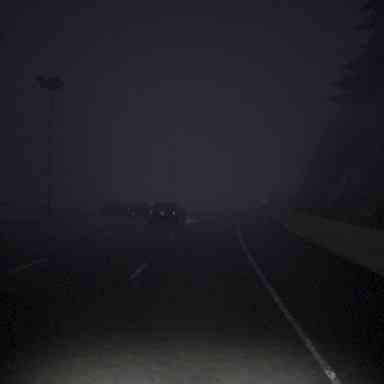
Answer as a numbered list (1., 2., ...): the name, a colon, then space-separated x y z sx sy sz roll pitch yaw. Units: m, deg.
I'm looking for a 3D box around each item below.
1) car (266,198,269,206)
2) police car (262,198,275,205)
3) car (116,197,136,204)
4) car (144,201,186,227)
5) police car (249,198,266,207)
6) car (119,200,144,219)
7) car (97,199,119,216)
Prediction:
1. car: 15.510 2.086 71.635 1.801 1.575 5.366 0 0 23
2. police car: 17.701 2.112 76.585 1.930 1.638 5.238 0 0 25
3. car: -14.743 1.811 74.159 2.128 1.511 4.902 0 0 20
4. car: -1.737 1.495 24.597 2.097 1.767 4.553 1 0 7
5. police car: 12.116 1.965 63.048 1.930 1.638 5.238 0 0 20
6. car: -4.535 1.644 30.344 2.128 1.511 4.902 0 0 9
7. car: -7.532 1.620 33.811 1.882 1.535 5.008 0 0 10
